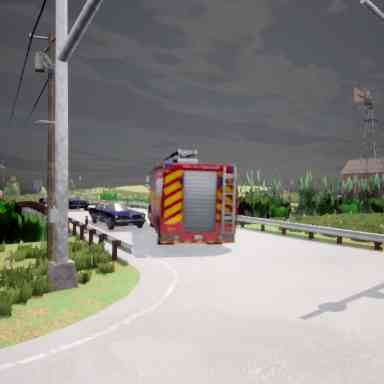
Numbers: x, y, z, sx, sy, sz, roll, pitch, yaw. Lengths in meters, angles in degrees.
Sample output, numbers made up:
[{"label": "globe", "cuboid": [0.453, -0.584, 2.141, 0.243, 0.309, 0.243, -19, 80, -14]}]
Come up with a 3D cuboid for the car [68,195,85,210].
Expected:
[{"label": "car", "cuboid": [-10.137, 0.931, 28.240, 1.895, 1.301, 4.718, 0, 1, -31]}]

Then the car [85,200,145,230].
[{"label": "car", "cuboid": [-4.335, 1.245, 18.908, 1.895, 1.301, 4.718, 0, 3, -33]}]

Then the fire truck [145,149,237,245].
[{"label": "fire truck", "cuboid": [-0.450, 0.197, 16.152, 2.891, 3.827, 8.468, 1, 2, -11]}]
